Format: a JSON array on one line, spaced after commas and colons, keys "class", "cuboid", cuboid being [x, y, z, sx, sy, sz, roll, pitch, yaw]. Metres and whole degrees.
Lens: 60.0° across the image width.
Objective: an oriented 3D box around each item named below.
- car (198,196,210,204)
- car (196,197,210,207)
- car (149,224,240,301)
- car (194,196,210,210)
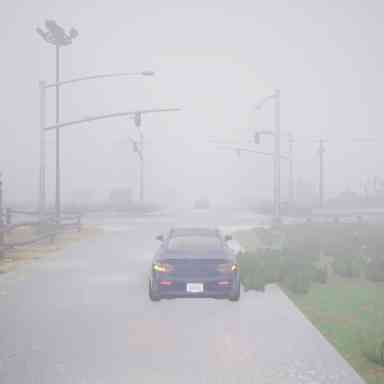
[{"class": "car", "cuboid": [2.318, 1.512, 63.508, 2.033, 1.411, 5.357, 0, 0, 3]}, {"class": "car", "cuboid": [1.779, 1.512, 52.997, 2.033, 1.411, 5.357, 0, 0, 3]}, {"class": "car", "cuboid": [0.053, 1.526, 8.187, 1.812, 1.442, 4.674, 0, 0, 0]}, {"class": "car", "cuboid": [1.296, 1.512, 42.847, 2.033, 1.411, 5.357, 0, 0, 3]}]
